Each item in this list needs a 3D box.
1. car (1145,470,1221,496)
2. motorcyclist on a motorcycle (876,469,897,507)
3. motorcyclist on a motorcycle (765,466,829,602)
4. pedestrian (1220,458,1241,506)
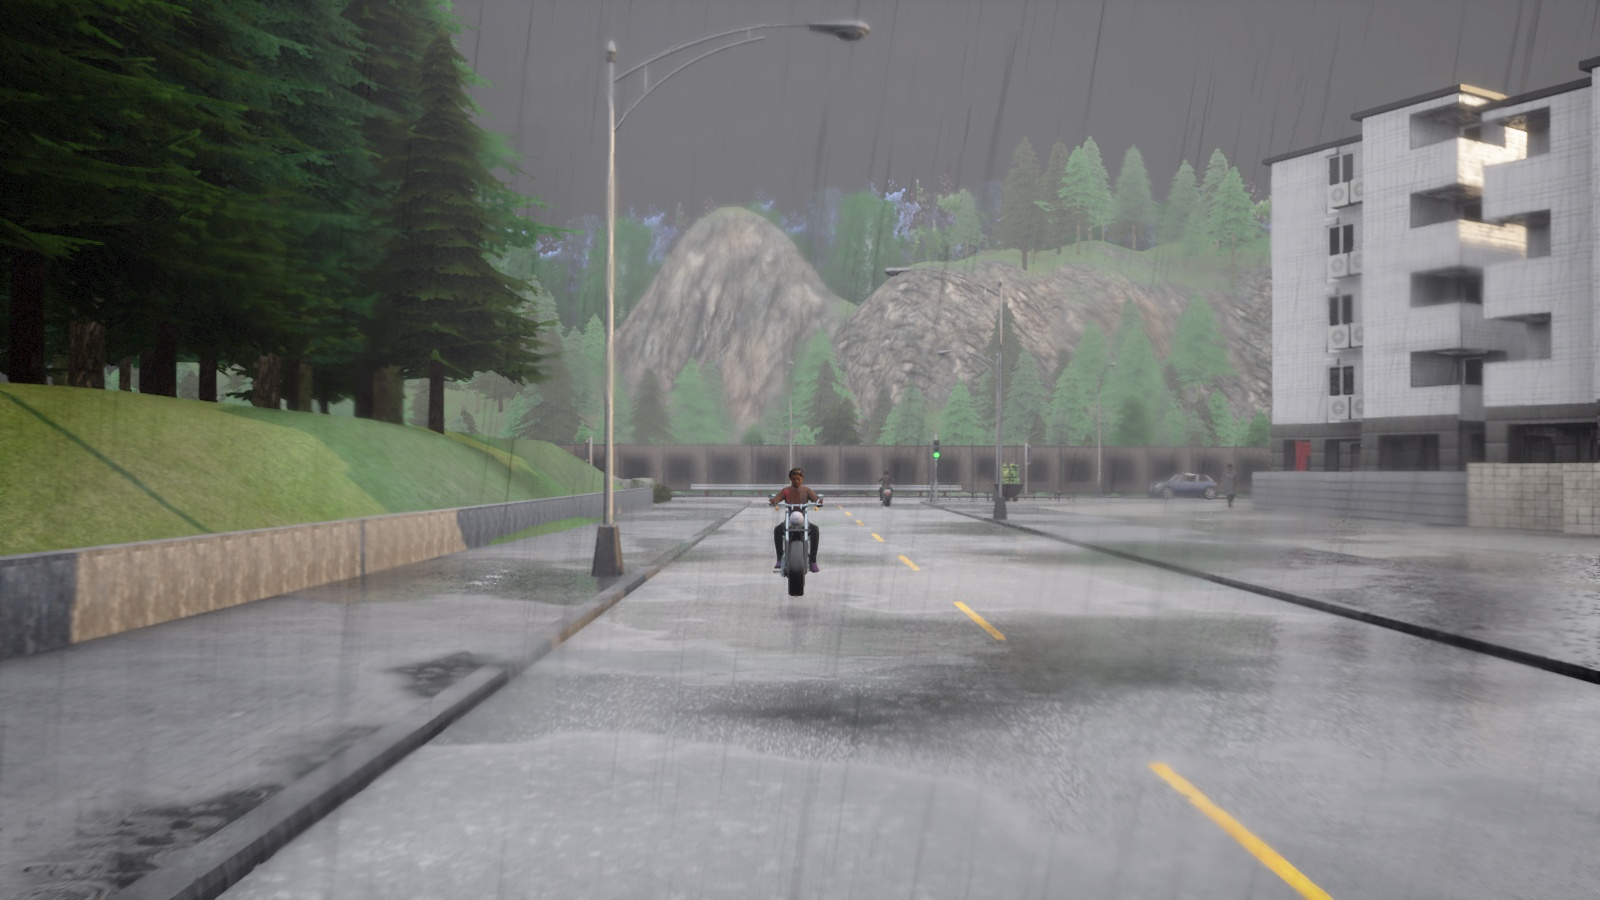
[{"bbox_3d":[22.203,1.912,72.899,3.806,1.475,1.970,0,-1,0],"label":"car"},{"bbox_3d":[3.869,1.697,56.568,0.766,1.649,2.350,0,-1,0],"label":"motorcyclist on a motorcycle"},{"bbox_3d":[-0.039,1.041,16.496,0.766,1.649,2.350,0,-1,0],"label":"motorcyclist on a motorcycle"},{"bbox_3d":[17.722,1.320,51.723,0.659,1.952,0.873,0,-1,9],"label":"pedestrian"}]
